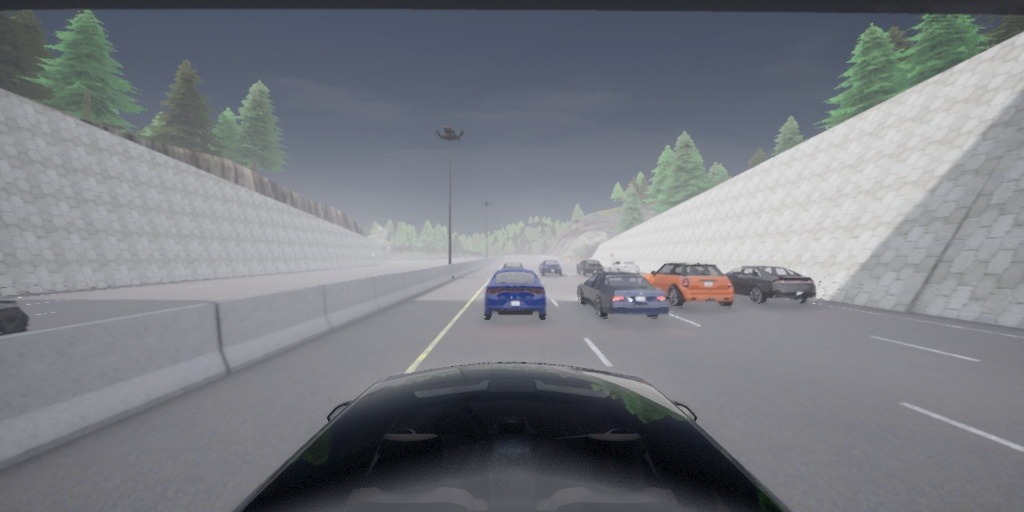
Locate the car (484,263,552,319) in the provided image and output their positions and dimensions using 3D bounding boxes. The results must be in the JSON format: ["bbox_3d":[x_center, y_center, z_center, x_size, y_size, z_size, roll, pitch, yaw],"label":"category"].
[{"bbox_3d":[0.100,1.165,12.549,1.882,1.535,5.008,0,0,0],"label":"car"}]

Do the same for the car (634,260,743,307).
[{"bbox_3d":[7.101,1.025,15.081,2.097,1.767,4.553,0,0,0],"label":"car"}]

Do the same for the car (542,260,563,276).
[{"bbox_3d":[3.588,1.091,33.898,1.812,1.442,4.674,0,0,0],"label":"car"}]

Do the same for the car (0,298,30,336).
[{"bbox_3d":[-10.593,1.236,5.047,1.837,1.490,4.892,0,0,0],"label":"car"}]

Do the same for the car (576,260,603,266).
[{"bbox_3d":[7.100,1.075,33.028,1.837,1.490,4.892,0,0,0],"label":"car"}]

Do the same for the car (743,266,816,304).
[{"bbox_3d":[10.601,1.161,15.652,2.128,1.511,4.902,0,0,0],"label":"car"}]

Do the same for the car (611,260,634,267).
[{"bbox_3d":[10.588,1.091,33.867,1.812,1.442,4.674,0,0,0],"label":"car"}]

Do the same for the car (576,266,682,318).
[{"bbox_3d":[3.601,1.235,12.573,2.033,1.411,5.357,0,0,0],"label":"car"}]
